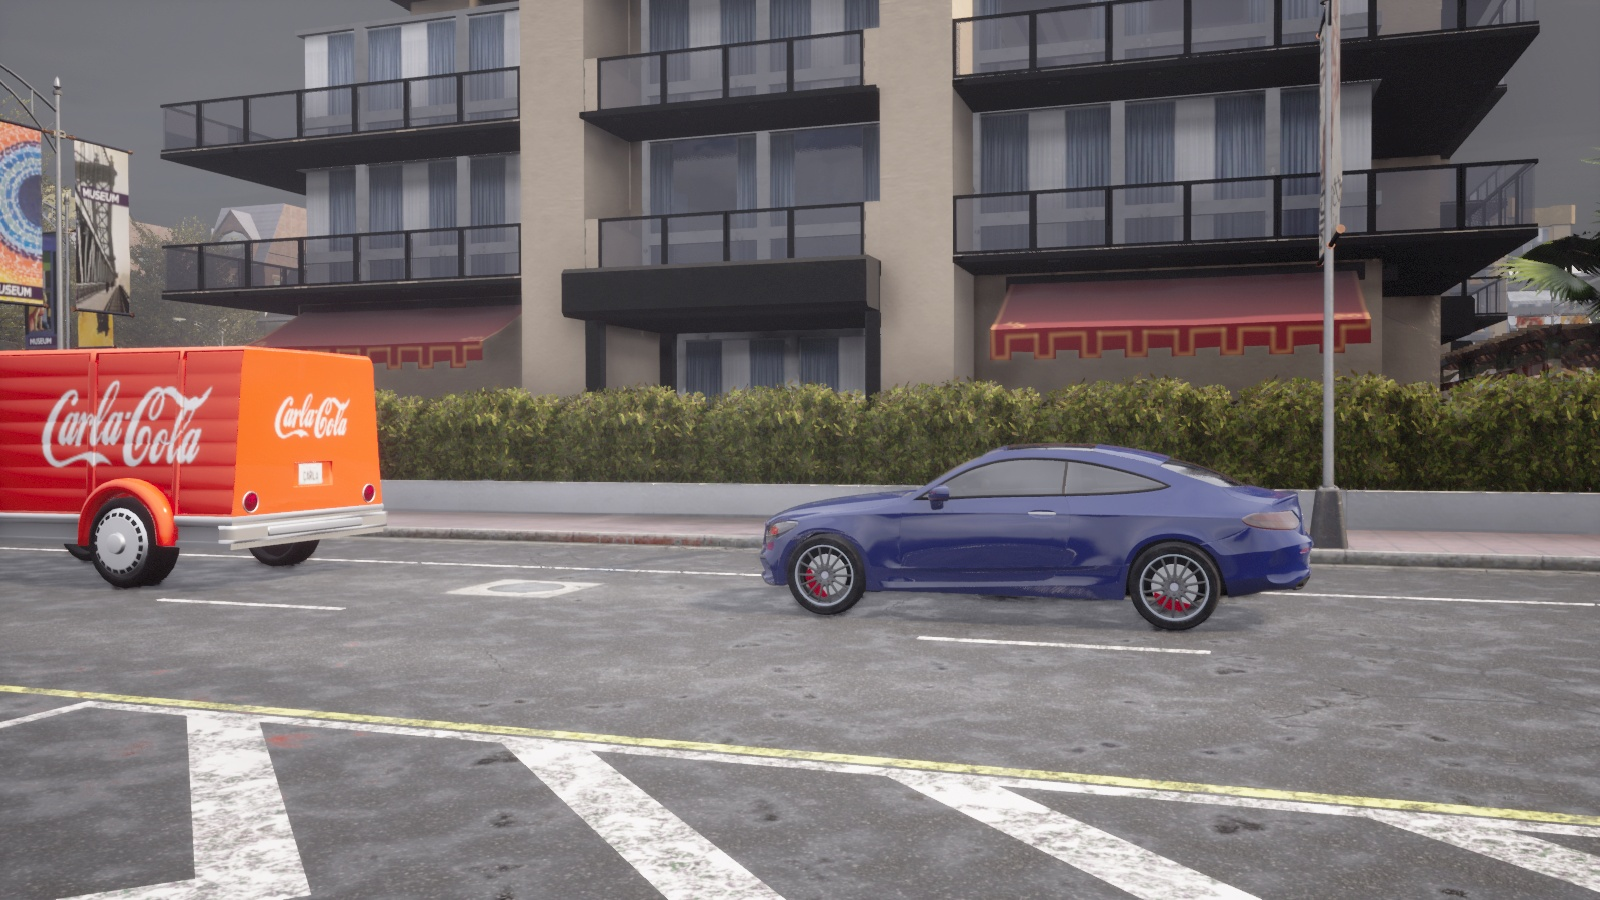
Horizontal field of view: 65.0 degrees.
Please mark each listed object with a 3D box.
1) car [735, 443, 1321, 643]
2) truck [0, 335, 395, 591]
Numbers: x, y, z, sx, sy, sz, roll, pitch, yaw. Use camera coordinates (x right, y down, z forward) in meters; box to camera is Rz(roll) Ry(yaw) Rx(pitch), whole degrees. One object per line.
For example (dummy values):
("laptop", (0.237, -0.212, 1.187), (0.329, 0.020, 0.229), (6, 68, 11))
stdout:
("car", (1.945, 0.684, 10.949), (4.674, 1.442, 1.812), (1, 1, 18))
("truck", (-7.581, 0.085, 14.149), (5.204, 2.467, 2.627), (1, 1, 19))
